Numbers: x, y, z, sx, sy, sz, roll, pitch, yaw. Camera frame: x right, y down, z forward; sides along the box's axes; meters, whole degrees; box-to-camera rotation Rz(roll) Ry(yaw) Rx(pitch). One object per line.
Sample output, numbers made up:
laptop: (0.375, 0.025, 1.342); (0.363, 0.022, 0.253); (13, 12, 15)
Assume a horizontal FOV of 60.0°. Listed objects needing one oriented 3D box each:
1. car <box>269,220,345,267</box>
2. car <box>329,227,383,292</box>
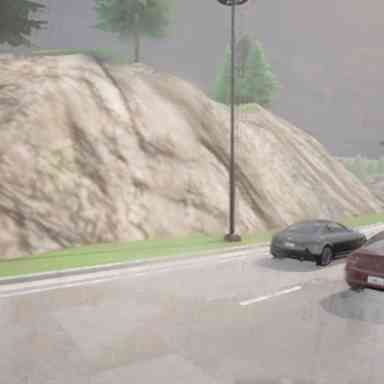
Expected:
car: (4.672, 1.697, 12.061); (4.181, 1.385, 1.994); (1, -1, -41)
car: (5.436, 1.629, 8.106); (4.674, 1.442, 1.812); (1, 0, -40)
